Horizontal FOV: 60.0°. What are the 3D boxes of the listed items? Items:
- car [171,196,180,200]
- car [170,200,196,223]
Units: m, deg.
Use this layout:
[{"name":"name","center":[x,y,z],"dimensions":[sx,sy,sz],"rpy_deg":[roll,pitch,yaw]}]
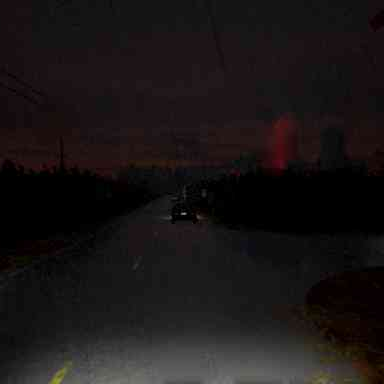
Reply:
[{"name":"car","center":[-3.407,1.529,68.879],"dimensions":[2.128,1.511,4.902],"rpy_deg":[0,0,-4]},{"name":"car","center":[-0.663,1.561,25.621],"dimensions":[2.033,1.411,5.357],"rpy_deg":[0,0,-3]}]
